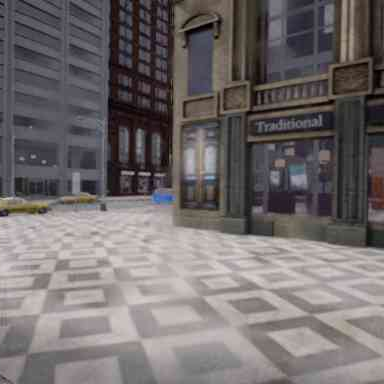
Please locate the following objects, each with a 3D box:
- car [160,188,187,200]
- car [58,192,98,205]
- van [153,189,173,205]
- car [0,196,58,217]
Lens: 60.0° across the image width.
[{"bbox_3d":[-2.850,0.283,51.432,1.967,1.590,4.097,2,2,36],"label":"car"},{"bbox_3d":[-12.889,0.645,37.489,1.752,1.417,4.829,2,2,36],"label":"car"},{"bbox_3d":[-2.550,0.516,37.253,1.690,1.788,3.998,2,2,36],"label":"van"},{"bbox_3d":[-12.391,0.974,23.590,1.752,1.417,4.829,2,2,36],"label":"car"}]
